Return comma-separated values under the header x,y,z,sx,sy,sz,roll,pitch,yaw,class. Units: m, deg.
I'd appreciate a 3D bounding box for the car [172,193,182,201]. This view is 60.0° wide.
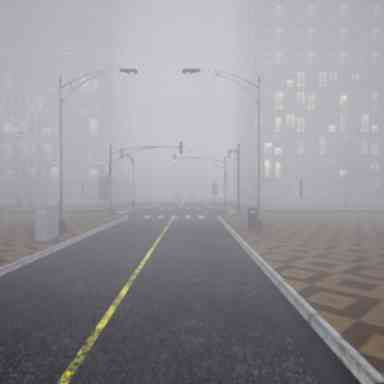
x,y,z,sx,sy,sz,roll,pitch,yaw,class
-2.988,1.006,67.969,1.882,1.535,5.008,0,1,0,car

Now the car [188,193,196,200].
x,y,z,sx,sy,sz,roll,pitch,yaw,class
0.017,1.010,77.381,2.033,1.411,5.357,0,0,0,car

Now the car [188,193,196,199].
x,y,z,sx,sy,sz,roll,pitch,yaw,class
0.019,0.921,87.798,2.128,1.511,4.902,0,0,0,car
